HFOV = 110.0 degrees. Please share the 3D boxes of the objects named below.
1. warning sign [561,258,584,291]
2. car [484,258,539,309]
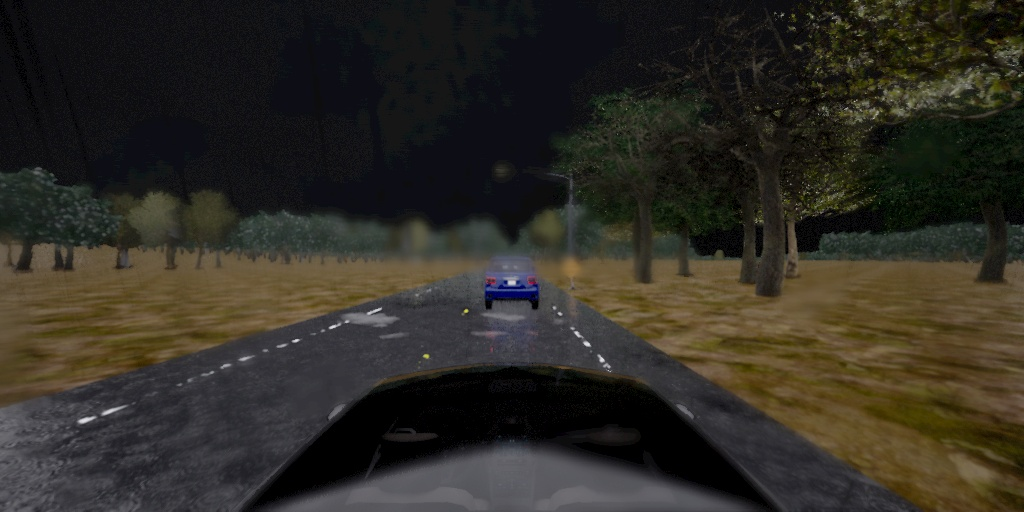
[{"bbox_3d":[3.544,1.044,20.829,1.300,1.860,1.060,0,0,0],"label":"warning sign"},{"bbox_3d":[-0.003,1.099,15.871,2.150,2.045,5.566,0,0,0],"label":"car"}]
